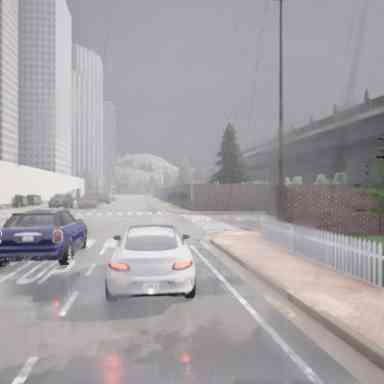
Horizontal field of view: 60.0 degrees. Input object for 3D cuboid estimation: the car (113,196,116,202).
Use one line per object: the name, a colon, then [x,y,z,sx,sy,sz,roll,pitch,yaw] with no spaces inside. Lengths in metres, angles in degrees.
car: [-18.159,1.483,74.605,1.812,1.442,4.674,0,0,-9]

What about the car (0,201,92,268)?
car: [-4.969,1.347,11.517,2.097,1.767,4.553,0,0,-9]

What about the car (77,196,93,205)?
car: [-19.713,1.526,61.403,2.033,1.411,5.357,0,0,-8]

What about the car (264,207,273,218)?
car: [8.696,1.550,28.745,4.892,1.490,1.837,0,0,-9]

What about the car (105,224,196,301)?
car: [-0.997,1.523,8.253,1.812,1.442,4.674,0,0,-7]

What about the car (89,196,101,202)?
car: [-21.614,1.554,74.046,1.895,1.301,4.718,0,0,-9]

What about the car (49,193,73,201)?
car: [-17.019,1.206,43.357,2.150,2.045,5.566,0,0,-9]

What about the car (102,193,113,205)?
car: [-15.867,1.202,59.194,2.150,2.045,5.566,0,0,-8]

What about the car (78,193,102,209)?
car: [-13.490,1.337,43.441,2.097,1.767,4.553,0,0,-9]
